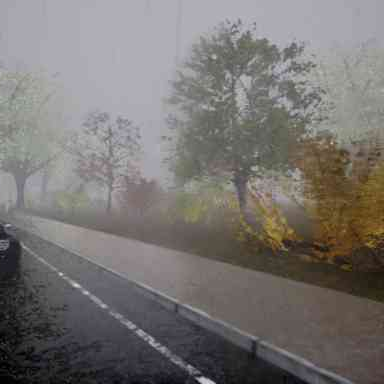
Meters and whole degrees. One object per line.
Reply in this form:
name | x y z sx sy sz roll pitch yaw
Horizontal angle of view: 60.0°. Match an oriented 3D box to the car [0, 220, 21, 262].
car | -7.457 1.674 11.879 1.994 1.385 4.181 0 0 -35
